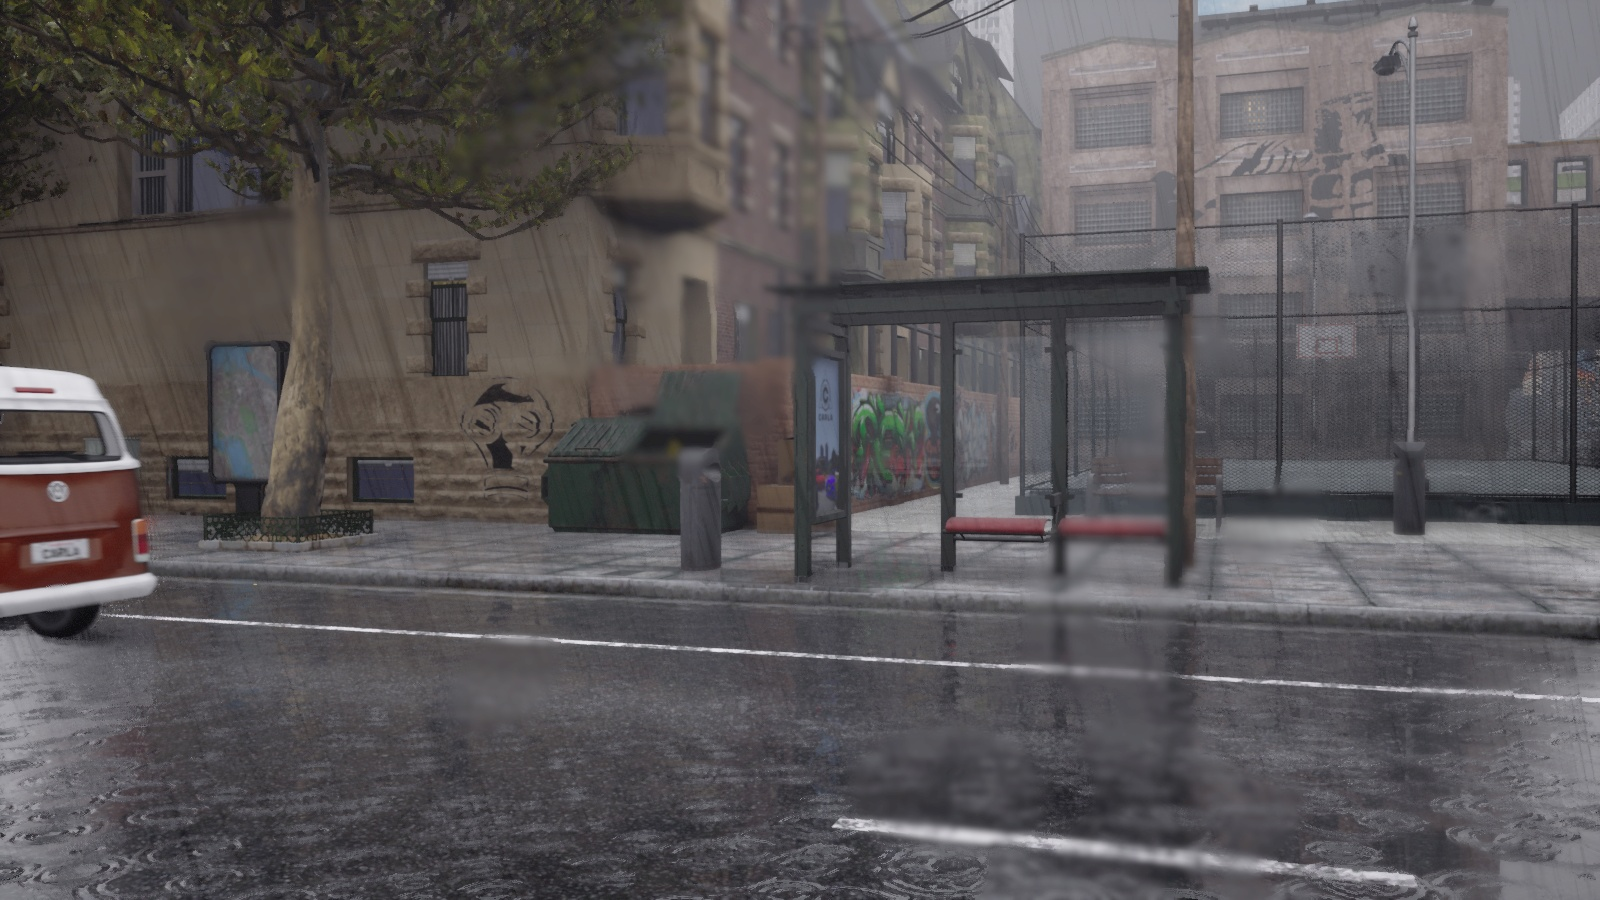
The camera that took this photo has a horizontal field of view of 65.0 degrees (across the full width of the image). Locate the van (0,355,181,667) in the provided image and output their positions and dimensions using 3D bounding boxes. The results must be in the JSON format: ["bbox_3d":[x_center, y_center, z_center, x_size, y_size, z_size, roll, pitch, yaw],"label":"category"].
[{"bbox_3d":[-7.184,0.373,9.352,4.480,2.038,2.069,1,1,19],"label":"van"}]
